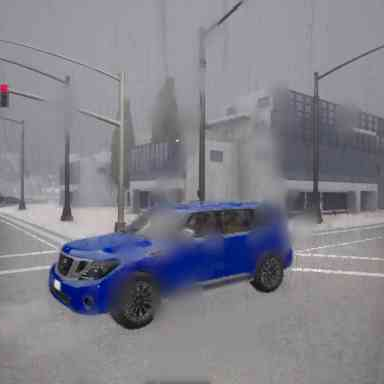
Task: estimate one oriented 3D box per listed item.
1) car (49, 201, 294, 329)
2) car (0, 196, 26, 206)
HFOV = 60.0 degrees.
[{"bbox_3d":[-0.084,1.237,7.335,5.566,2.045,2.150,0,0,-37],"label":"car"},{"bbox_3d":[-29.652,1.407,54.184,1.837,1.490,4.892,2,1,34],"label":"car"}]
